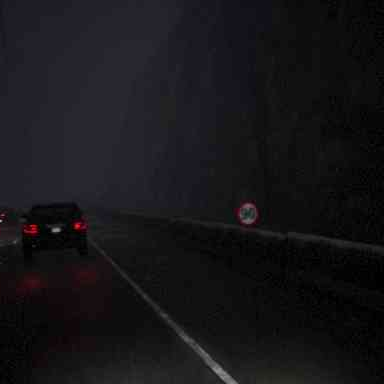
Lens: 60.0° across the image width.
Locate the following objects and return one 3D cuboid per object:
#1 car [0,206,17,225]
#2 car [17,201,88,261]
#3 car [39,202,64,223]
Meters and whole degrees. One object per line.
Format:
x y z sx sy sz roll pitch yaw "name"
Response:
-15.368 1.938 27.336 1.837 1.490 4.892 -2 1 -23 "car"
-5.665 1.415 13.752 2.150 2.045 5.566 -2 0 -23 "car"
-12.724 1.796 30.031 1.882 1.535 5.008 -2 1 -23 "car"
